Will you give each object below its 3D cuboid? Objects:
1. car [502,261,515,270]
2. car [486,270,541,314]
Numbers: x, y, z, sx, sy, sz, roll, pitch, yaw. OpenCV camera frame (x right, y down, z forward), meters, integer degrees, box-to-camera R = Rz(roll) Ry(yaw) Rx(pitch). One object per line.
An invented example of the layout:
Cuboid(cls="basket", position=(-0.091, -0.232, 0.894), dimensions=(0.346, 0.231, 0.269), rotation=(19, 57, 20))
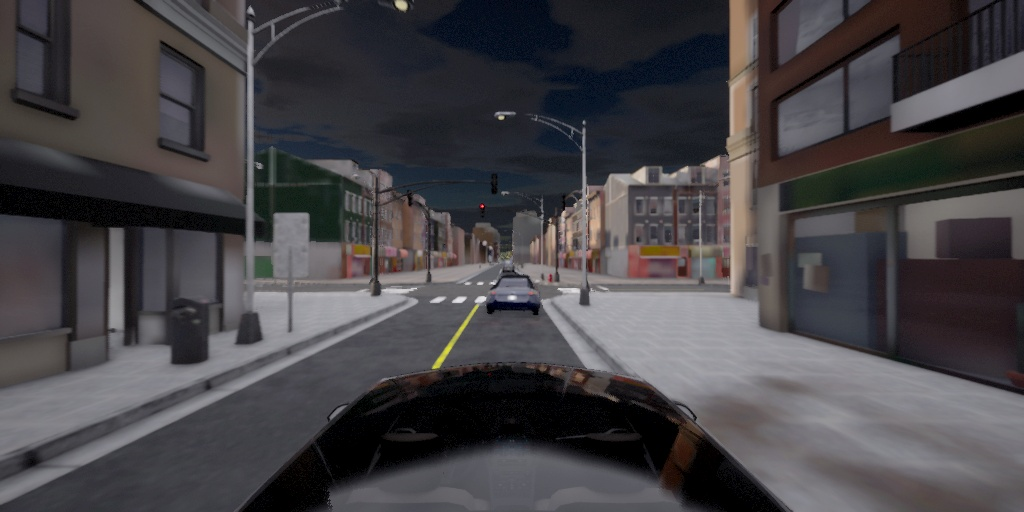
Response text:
Cuboid(cls="car", position=(-0.464, 1.762, 49.825), dimensions=(1.948, 1.339, 4.313), rotation=(0, 0, -1))
Cuboid(cls="car", position=(0.176, 1.433, 14.454), dimensions=(1.994, 1.385, 4.181), rotation=(0, 0, 5))
